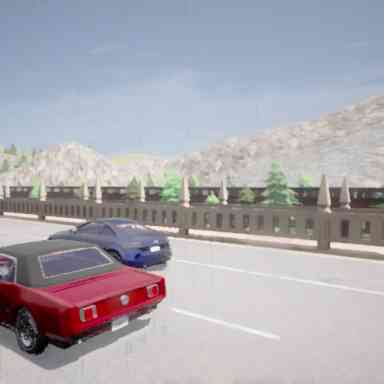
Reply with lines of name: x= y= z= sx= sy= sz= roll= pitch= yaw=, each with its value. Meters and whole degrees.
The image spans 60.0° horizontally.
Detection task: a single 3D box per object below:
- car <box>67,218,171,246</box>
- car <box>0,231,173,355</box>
car: x=-2.621 y=1.495 z=10.177 sx=4.181 sy=1.385 sz=1.994 roll=1 pitch=0 yaw=36
car: x=-2.814 y=1.551 z=6.011 sx=4.718 sy=1.301 sz=1.895 roll=1 pitch=0 yaw=36
